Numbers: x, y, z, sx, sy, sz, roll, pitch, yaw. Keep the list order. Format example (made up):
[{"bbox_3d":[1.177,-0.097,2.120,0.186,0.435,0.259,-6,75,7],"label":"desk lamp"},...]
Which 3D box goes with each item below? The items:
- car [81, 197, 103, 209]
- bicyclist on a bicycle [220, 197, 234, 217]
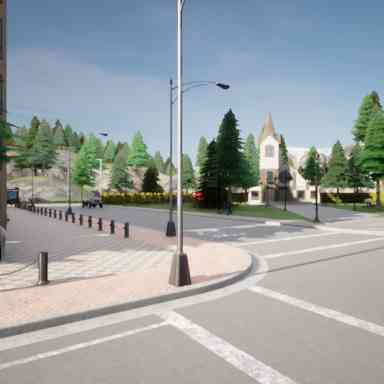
[{"bbox_3d":[-13.784,1.489,45.849,1.837,1.490,4.892,0,0,-34],"label":"car"},{"bbox_3d":[3.028,1.285,28.499,1.656,1.620,0.582,0,0,-35],"label":"bicyclist on a bicycle"}]
